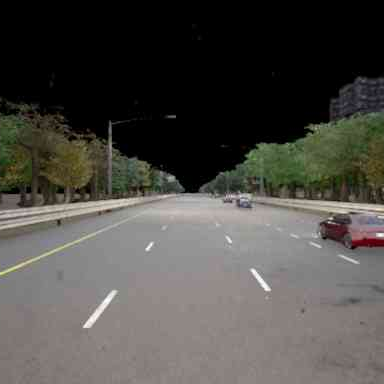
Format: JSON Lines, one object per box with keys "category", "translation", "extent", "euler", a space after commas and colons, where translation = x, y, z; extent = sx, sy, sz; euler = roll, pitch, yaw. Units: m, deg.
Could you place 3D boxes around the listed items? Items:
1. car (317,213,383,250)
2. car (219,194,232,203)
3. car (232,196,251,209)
{"category": "car", "translation": [6.999, 1.575, 14.343], "extent": [1.994, 1.385, 4.181], "euler": [0, 0, 0]}
{"category": "car", "translation": [7.156, 1.673, 68.428], "extent": [1.895, 1.301, 4.718], "euler": [0, 0, 0]}
{"category": "car", "translation": [7.062, 1.580, 46.226], "extent": [1.812, 1.442, 4.674], "euler": [0, 0, 0]}
